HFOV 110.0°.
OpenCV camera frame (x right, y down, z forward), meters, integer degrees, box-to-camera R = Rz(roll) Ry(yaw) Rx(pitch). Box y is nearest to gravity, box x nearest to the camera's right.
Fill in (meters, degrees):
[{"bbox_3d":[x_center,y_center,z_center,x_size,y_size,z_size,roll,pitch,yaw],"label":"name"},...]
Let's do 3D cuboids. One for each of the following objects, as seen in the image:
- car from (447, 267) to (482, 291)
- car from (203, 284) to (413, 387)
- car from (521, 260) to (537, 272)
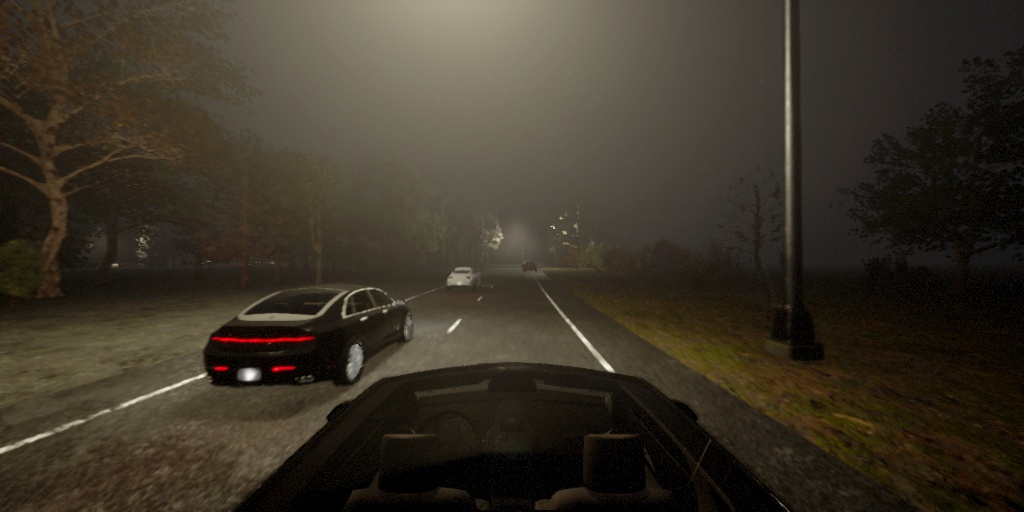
[{"bbox_3d":[-3.122,1.473,23.912,1.812,1.442,4.674,0,-1,1],"label":"car"},{"bbox_3d":[-3.373,1.298,7.042,1.837,1.490,4.892,0,-1,0],"label":"car"},{"bbox_3d":[2.797,1.592,55.481,2.097,1.767,4.553,0,-1,3],"label":"car"}]
